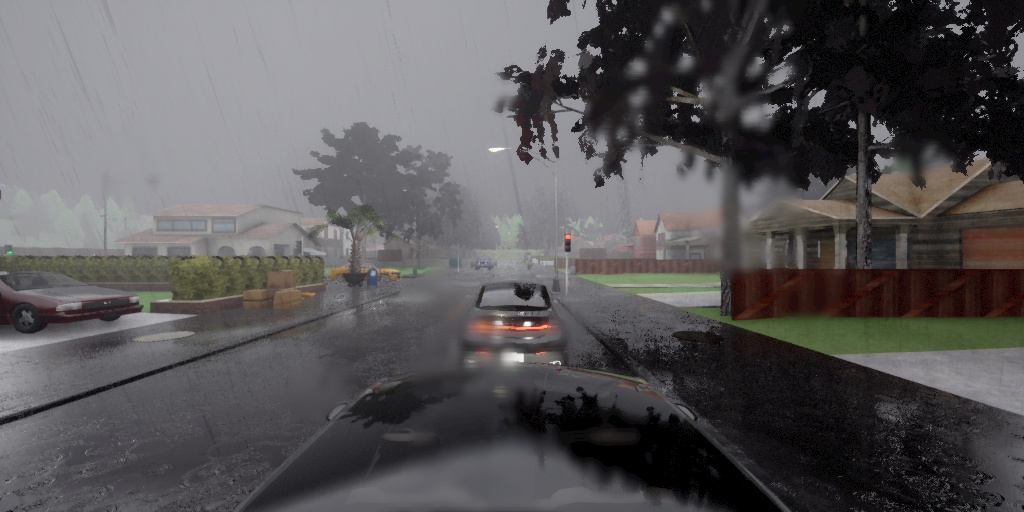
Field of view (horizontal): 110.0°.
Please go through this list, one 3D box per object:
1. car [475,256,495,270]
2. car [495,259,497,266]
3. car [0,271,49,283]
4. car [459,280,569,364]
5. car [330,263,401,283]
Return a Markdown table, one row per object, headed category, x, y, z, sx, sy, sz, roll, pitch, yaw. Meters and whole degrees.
| category | x | y | z | sx | sy | sz | roll | pitch | yaw |
| --- | --- | --- | --- | --- | --- | --- | --- | --- | --- |
| car | -4.072 | 0.971 | 52.269 | 2.150 | 2.045 | 5.566 | 0 | 0 | 0 |
| car | -4.039 | 1.241 | 62.319 | 2.128 | 1.511 | 4.902 | 0 | 0 | 0 |
| car | -43.858 | 1.241 | 30.852 | 4.902 | 1.511 | 2.128 | 0 | 0 | 0 |
| car | 0.046 | 1.255 | 7.667 | 1.837 | 1.490 | 4.892 | 0 | 0 | 1 |
| car | -10.907 | 1.227 | 26.848 | 5.008 | 1.535 | 1.882 | 0 | 0 | -3 |
